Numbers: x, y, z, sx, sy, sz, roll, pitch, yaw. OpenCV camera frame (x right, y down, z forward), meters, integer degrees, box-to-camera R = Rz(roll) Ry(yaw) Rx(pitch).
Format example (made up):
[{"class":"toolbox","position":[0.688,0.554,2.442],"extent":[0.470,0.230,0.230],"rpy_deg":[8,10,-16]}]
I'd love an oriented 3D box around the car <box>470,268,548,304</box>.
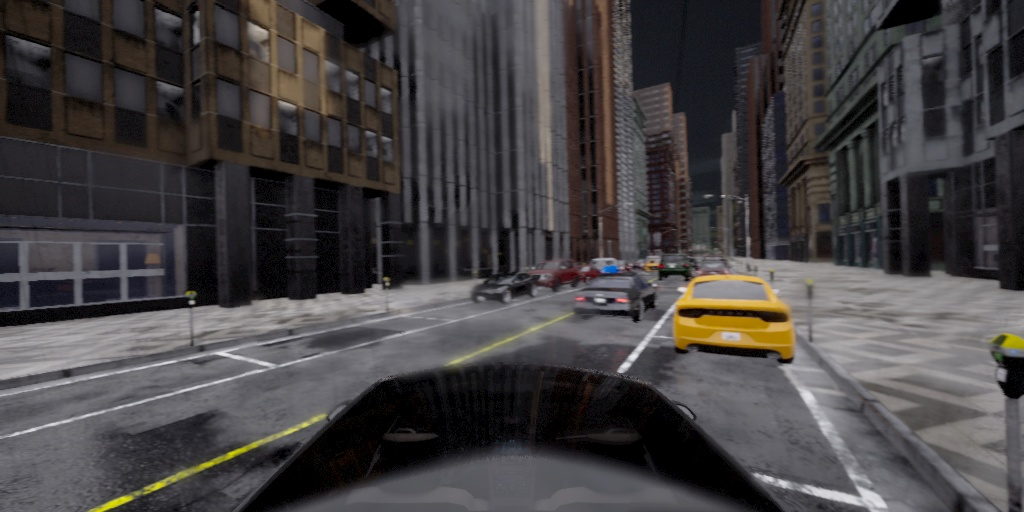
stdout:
[{"class":"car","position":[-0.205,1.435,17.157],"extent":[1.948,1.339,4.313],"rpy_deg":[0,0,30]}]

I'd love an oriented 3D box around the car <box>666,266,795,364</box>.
[{"class":"car","position":[4.818,1.150,8.043],"extent":[1.882,1.535,5.008],"rpy_deg":[-2,0,30]}]

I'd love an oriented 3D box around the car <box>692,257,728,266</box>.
[{"class":"car","position":[12.789,1.016,22.730],"extent":[1.967,1.591,4.097],"rpy_deg":[0,0,30]}]

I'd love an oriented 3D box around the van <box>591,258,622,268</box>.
[{"class":"van","position":[8.177,1.103,31.843],"extent":[1.690,1.789,3.998],"rpy_deg":[0,0,30]}]

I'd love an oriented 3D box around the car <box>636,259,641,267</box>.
[{"class":"car","position":[16.559,1.096,46.530],"extent":[1.967,1.591,4.097],"rpy_deg":[0,0,30]}]

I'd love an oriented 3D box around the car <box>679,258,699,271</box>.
[{"class":"car","position":[22.161,1.003,44.761],"extent":[1.837,1.490,4.892],"rpy_deg":[-2,0,30]}]

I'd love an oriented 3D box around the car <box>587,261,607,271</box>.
[{"class":"car","position":[5.383,1.343,26.948],"extent":[1.888,1.381,4.507],"rpy_deg":[0,0,30]}]

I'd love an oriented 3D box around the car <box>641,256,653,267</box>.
[{"class":"car","position":[16.658,1.091,41.275],"extent":[1.882,1.535,5.008],"rpy_deg":[-2,-1,30]}]

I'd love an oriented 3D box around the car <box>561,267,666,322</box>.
[{"class":"car","position":[3.722,1.279,12.252],"extent":[2.033,1.411,5.357],"rpy_deg":[-2,0,30]}]

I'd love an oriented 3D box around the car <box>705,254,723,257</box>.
[{"class":"car","position":[18.377,0.820,32.521],"extent":[2.192,1.841,5.009],"rpy_deg":[0,0,30]}]

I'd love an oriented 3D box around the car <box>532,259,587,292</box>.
[{"class":"car","position":[2.589,1.148,22.052],"extent":[2.192,1.841,5.009],"rpy_deg":[0,0,30]}]

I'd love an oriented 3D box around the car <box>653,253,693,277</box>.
[{"class":"car","position":[13.083,0.833,28.668],"extent":[2.150,2.045,5.566],"rpy_deg":[-2,-1,30]}]

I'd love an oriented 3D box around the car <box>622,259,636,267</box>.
[{"class":"car","position":[10.971,1.167,36.739],"extent":[1.967,1.591,4.097],"rpy_deg":[0,0,30]}]
